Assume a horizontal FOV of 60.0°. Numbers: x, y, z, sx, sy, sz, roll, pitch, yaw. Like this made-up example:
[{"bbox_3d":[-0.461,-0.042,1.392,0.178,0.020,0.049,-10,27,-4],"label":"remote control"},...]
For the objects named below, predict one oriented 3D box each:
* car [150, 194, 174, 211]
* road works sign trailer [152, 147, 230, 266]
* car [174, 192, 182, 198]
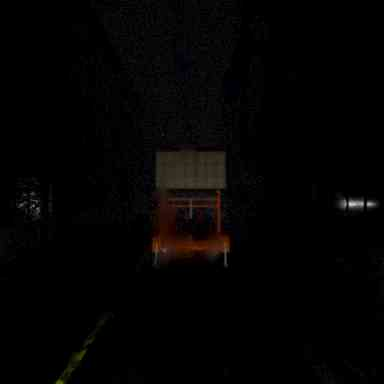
[{"bbox_3d":[-3.214,1.127,34.600,1.837,1.490,4.892,0,1,0],"label":"car"},{"bbox_3d":[-0.034,0.344,10.972,2.380,3.560,2.880,0,1,0],"label":"road works sign trailer"},{"bbox_3d":[-3.260,0.662,75.790,1.895,1.301,4.718,0,1,0],"label":"car"}]
